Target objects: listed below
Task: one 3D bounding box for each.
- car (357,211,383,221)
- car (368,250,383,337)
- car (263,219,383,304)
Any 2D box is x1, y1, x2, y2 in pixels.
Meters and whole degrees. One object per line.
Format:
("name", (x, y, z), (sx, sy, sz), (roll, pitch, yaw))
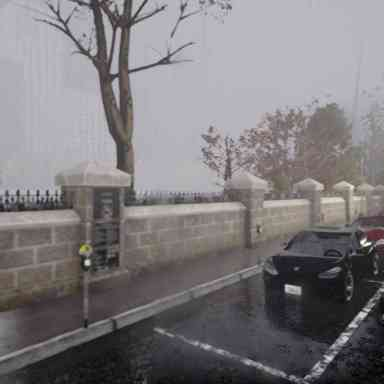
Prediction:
("car", (6.912, 1.583, 12.676), (1.802, 1.307, 4.206), (0, 0, 39))
("car", (4.613, 1.602, 5.707), (1.895, 1.301, 4.718), (0, 0, 39))
("car", (3.374, 1.566, 8.296), (1.947, 1.339, 4.313), (0, 0, 39))
